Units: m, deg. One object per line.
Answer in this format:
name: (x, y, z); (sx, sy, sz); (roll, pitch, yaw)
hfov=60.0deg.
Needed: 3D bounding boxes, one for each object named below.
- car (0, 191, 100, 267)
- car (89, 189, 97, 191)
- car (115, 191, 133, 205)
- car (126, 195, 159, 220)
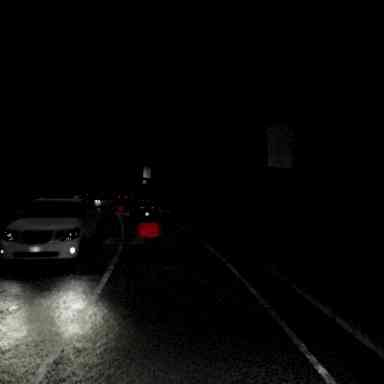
car: (-4.581, 1.144, 11.639); (2.150, 2.045, 5.566); (0, 1, -8)
car: (-15.434, 0.373, 51.818); (1.837, 1.490, 4.892); (1, 1, -17)
car: (-8.439, 0.613, 41.520); (2.097, 1.767, 4.553); (1, 1, -17)
car: (-3.692, 1.220, 25.270); (1.837, 1.490, 4.892); (1, 1, -15)
